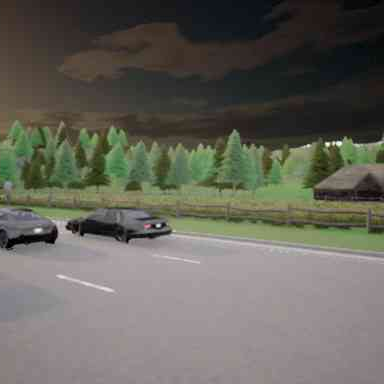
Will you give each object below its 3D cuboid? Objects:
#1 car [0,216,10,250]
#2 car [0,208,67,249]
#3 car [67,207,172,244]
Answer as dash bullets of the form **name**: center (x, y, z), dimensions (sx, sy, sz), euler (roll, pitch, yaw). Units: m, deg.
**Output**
- **car**: center (-7.452, 1.369, 9.214), dimensions (5.357, 1.411, 2.033), euler (1, 1, 36)
- **car**: center (-7.289, 1.350, 13.425), dimensions (4.181, 1.385, 1.994), euler (1, 1, 36)
- **car**: center (-3.388, 1.369, 14.913), dimensions (5.357, 1.411, 2.033), euler (1, 1, 36)
